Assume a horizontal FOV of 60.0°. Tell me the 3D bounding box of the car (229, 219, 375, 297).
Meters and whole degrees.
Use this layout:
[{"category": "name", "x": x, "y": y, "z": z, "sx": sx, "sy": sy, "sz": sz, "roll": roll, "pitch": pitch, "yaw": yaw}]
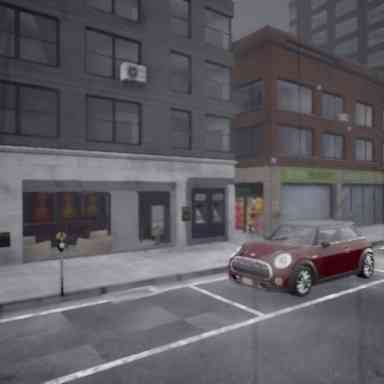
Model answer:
[{"category": "car", "x": 2.866, "y": 1.476, "z": 8.575, "sx": 4.097, "sy": 1.590, "sz": 1.967, "roll": 0, "pitch": -1, "yaw": -35}]
